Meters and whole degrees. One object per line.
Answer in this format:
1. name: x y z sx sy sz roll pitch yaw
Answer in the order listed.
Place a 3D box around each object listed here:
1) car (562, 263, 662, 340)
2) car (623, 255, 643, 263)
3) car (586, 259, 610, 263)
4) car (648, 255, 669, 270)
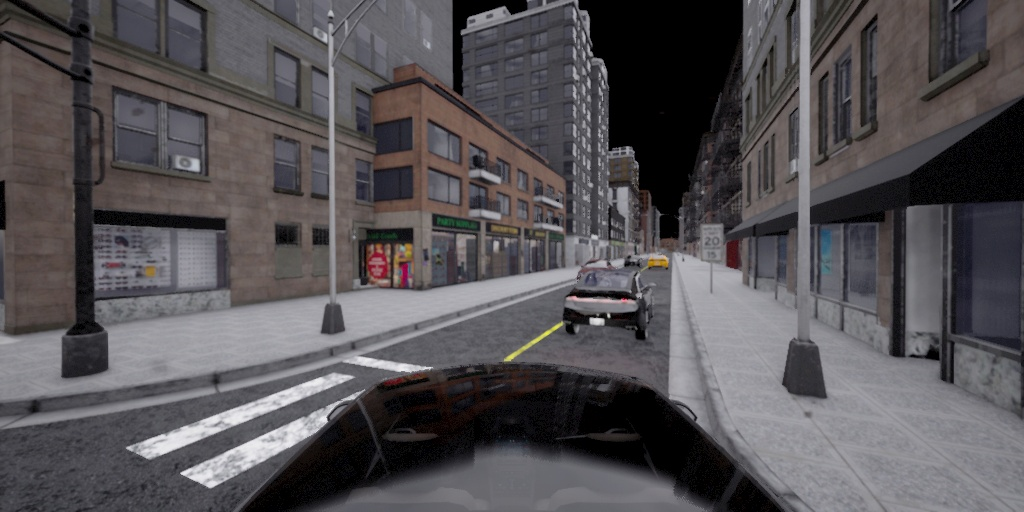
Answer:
1. car: 2.753 1.115 9.656 2.128 1.511 4.902 0 1 24
2. car: 14.433 0.603 42.516 1.837 1.490 4.892 0 1 24
3. car: 5.391 0.952 22.531 1.812 1.442 4.674 0 1 24
4. car: 15.910 0.614 38.922 1.882 1.535 5.008 0 1 24
